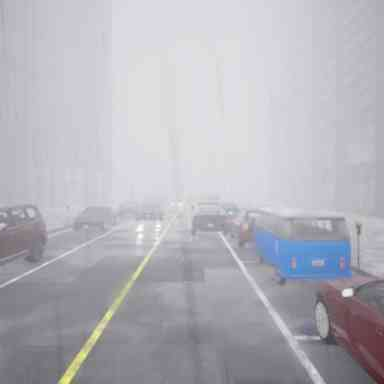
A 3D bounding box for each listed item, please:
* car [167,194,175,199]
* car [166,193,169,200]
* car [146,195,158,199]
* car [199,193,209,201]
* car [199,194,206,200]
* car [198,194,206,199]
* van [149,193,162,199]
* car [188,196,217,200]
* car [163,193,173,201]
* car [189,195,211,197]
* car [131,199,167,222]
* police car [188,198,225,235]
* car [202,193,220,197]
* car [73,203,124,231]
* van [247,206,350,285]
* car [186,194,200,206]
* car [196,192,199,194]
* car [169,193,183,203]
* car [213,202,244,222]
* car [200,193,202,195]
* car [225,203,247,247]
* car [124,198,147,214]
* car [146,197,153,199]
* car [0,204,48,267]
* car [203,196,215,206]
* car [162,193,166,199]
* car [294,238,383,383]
[{"bbox_3d":[-5.806,1.361,93.249,2.008,1.369,4.403,0,0,0],"label":"car"},{"bbox_3d":[-5.790,1.184,59.592,2.192,1.841,5.009,0,0,0],"label":"car"},{"bbox_3d":[-5.782,1.426,42.594,1.752,1.417,4.829,0,0,0],"label":"car"},{"bbox_3d":[2.727,1.153,76.435,2.192,1.841,5.009,0,0,0],"label":"car"},{"bbox_3d":[2.722,1.364,87.653,1.887,1.381,4.507,0,0,0],"label":"car"},{"bbox_3d":[2.719,1.250,93.262,1.967,1.590,4.097,0,0,0],"label":"car"},{"bbox_3d":[-5.785,1.231,48.373,1.690,1.788,3.998,0,0,0],"label":"van"},{"bbox_3d":[0.839,1.409,28.452,1.882,1.535,5.008,0,0,-1],"label":"car"},{"bbox_3d":[-5.800,1.144,82.030,2.192,1.841,5.009,0,0,0],"label":"car"},{"bbox_3d":[0.884,1.395,34.459,1.882,1.535,5.008,0,0,0],"label":"car"},{"bbox_3d":[-3.111,1.500,25.386,1.994,1.385,4.181,0,0,0],"label":"car"},{"bbox_3d":[0.891,1.378,18.569,1.930,1.638,5.238,0,0,0],"label":"police car"},{"bbox_3d":[2.743,1.215,42.780,2.192,1.841,5.009,0,0,0],"label":"car"},{"bbox_3d":[-5.771,1.514,20.326,1.947,1.339,4.313,0,0,0],"label":"car"},{"bbox_3d":[2.759,1.317,9.125,1.690,1.788,3.998,0,0,0],"label":"van"},{"bbox_3d":[-0.023,1.430,52.240,2.033,1.411,5.357,0,0,0],"label":"car"},{"bbox_3d":[-0.033,1.212,72.645,1.994,1.385,4.181,0,0,0],"label":"car"},{"bbox_3d":[-3.039,1.456,66.215,1.895,1.301,4.718,0,0,0],"label":"car"},{"bbox_3d":[2.751,1.501,25.953,1.947,1.339,4.313,0,0,0],"label":"car"},{"bbox_3d":[2.741,1.205,48.389,2.192,1.841,5.009,0,0,0],"label":"car"},{"bbox_3d":[2.757,1.402,14.735,1.967,1.590,4.097,0,0,0],"label":"car"},{"bbox_3d":[-5.777,1.474,31.545,2.008,1.369,4.403,0,0,0],"label":"car"},{"bbox_3d":[-5.779,1.494,37.155,1.802,1.307,4.206,0,0,0],"label":"car"},{"bbox_3d":[-5.765,1.291,9.107,2.192,1.841,5.009,0,0,0],"label":"car"},{"bbox_3d":[2.738,1.404,54.169,1.752,1.417,4.829,0,0,0],"label":"car"},{"bbox_3d":[-5.787,1.319,53.983,1.967,1.590,4.097,0,0,0],"label":"car"},{"bbox_3d":[2.762,1.535,3.517,1.887,1.381,4.507,0,0,0],"label":"car"}]
